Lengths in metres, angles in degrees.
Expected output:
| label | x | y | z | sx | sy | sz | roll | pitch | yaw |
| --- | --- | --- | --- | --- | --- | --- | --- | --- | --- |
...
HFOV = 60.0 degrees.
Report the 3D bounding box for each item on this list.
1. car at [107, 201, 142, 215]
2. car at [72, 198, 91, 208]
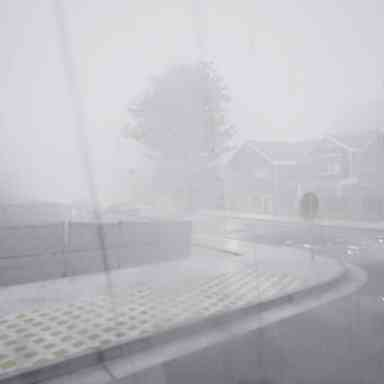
| label | x | y | z | sx | sy | sz | roll | pitch | yaw |
| --- | --- | --- | --- | --- | --- | --- | --- | --- | --- |
| car | -6.878 | 1.605 | 33.176 | 2.033 | 1.411 | 5.357 | -3 | 2 | -32 |
| car | -16.576 | 1.647 | 49.694 | 2.033 | 1.411 | 5.357 | -3 | 1 | -29 |
